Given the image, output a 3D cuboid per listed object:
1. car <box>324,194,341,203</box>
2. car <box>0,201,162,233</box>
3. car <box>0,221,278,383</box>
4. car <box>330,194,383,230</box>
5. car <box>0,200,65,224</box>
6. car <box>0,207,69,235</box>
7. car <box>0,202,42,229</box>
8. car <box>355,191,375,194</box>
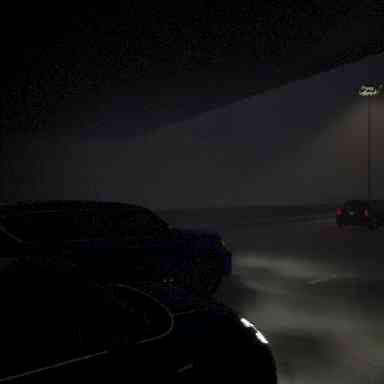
[{"bbox_3d":[23.966,1.145,55.262,4.902,1.511,2.128,0,0,-35],"label":"car"},{"bbox_3d":[-1.751,1.203,6.794,5.566,2.045,2.150,0,0,-35],"label":"car"},{"bbox_3d":[-1.392,1.350,2.754,4.553,1.767,2.097,-1,0,-35],"label":"car"},{"bbox_3d":[10.730,1.215,19.954,4.553,1.767,2.097,0,0,-35],"label":"car"},{"bbox_3d":[-12.428,1.462,25.214,4.902,1.511,2.128,0,0,-35],"label":"car"},{"bbox_3d":[-9.592,1.581,18.642,4.718,1.301,1.895,0,0,-35],"label":"car"},{"bbox_3d":[-12.349,1.464,20.977,5.008,1.535,1.882,0,0,-35],"label":"car"},{"bbox_3d":[27.396,0.850,53.386,5.566,2.045,2.150,0,0,-35],"label":"car"}]
